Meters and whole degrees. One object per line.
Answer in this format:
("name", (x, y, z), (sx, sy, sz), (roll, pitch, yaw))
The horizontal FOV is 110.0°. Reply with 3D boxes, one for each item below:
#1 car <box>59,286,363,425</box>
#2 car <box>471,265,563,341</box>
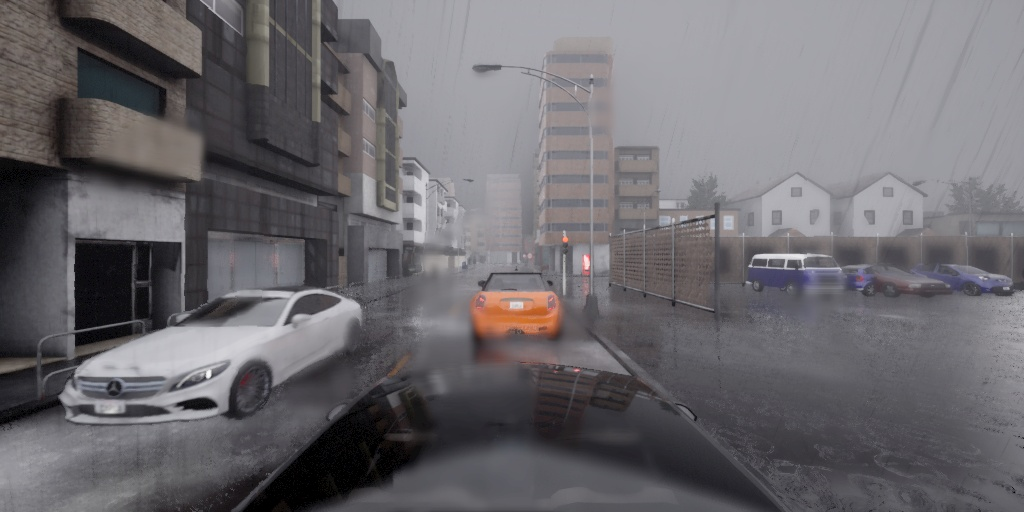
("car", (-4.086, 1.276, 5.981), (1.812, 1.442, 4.674), (0, 0, 0))
("car", (0.102, 1.102, 10.009), (2.097, 1.767, 4.553), (0, 0, 0))
